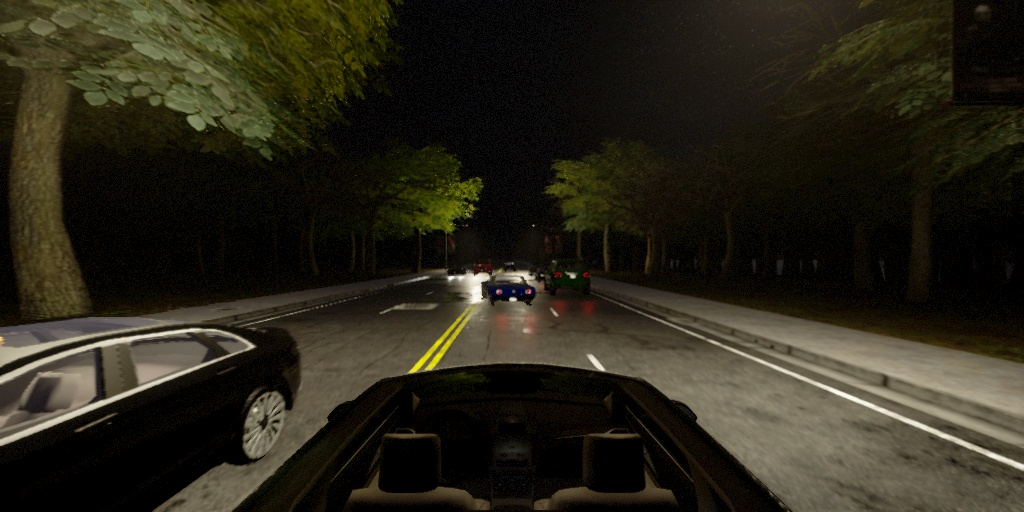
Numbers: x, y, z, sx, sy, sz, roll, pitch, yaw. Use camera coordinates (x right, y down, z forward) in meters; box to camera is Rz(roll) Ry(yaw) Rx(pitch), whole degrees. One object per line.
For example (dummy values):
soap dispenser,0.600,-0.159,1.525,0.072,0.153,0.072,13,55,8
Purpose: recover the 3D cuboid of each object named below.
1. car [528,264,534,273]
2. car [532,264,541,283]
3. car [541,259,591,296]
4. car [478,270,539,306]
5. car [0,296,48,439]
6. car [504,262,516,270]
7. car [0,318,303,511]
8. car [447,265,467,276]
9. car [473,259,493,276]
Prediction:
car,3.045,1.703,43.551,1.837,1.490,4.892,0,-1,-1
car,3.132,1.694,32.570,1.895,1.301,4.718,0,-1,0
car,3.196,1.201,21.563,2.150,2.045,5.566,0,-1,0
car,-0.336,1.531,16.932,1.895,1.301,4.718,0,-1,-11
car,-6.601,1.230,1.862,1.882,1.535,5.008,0,-1,0
car,-0.327,1.829,60.505,2.128,1.511,4.902,0,0,0
car,-3.352,1.248,2.175,2.128,1.511,4.902,0,-1,0
car,-6.812,1.774,44.596,1.994,1.385,4.181,0,-1,0
car,-3.563,1.434,44.535,2.150,2.045,5.566,0,-1,-1
